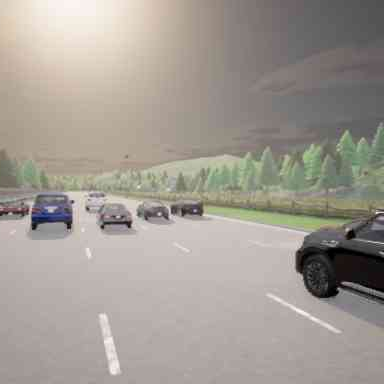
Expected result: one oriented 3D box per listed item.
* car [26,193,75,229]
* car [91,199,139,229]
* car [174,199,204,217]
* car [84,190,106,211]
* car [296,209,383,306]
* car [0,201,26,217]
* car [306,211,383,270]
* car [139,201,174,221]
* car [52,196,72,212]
[{"bbox_3d":[-8.564,1.086,20.611,2.150,2.045,5.566,0,1,-20],"label":"car"},{"bbox_3d":[-4.985,1.430,20.990,2.033,1.411,5.357,0,0,-20],"label":"car"},{"bbox_3d":[-0.567,1.350,29.458,1.882,1.535,5.008,0,0,-20],"label":"car"},{"bbox_3d":[-10.805,0.999,37.354,2.150,2.045,5.566,0,0,-20],"label":"car"},{"bbox_3d":[4.184,1.223,5.665,2.150,2.045,5.566,0,0,-20],"label":"car"},{"bbox_3d":[-15.018,1.392,28.310,1.895,1.301,4.718,0,0,-20],"label":"car"},{"bbox_3d":[6.038,1.516,10.891,1.812,1.442,4.674,0,0,-20],"label":"car"},{"bbox_3d":[-3.134,1.396,26.223,1.812,1.442,4.674,0,0,-20],"label":"car"},{"bbox_3d":[-14.265,1.266,36.630,1.837,1.490,4.892,0,0,-20],"label":"car"}]
